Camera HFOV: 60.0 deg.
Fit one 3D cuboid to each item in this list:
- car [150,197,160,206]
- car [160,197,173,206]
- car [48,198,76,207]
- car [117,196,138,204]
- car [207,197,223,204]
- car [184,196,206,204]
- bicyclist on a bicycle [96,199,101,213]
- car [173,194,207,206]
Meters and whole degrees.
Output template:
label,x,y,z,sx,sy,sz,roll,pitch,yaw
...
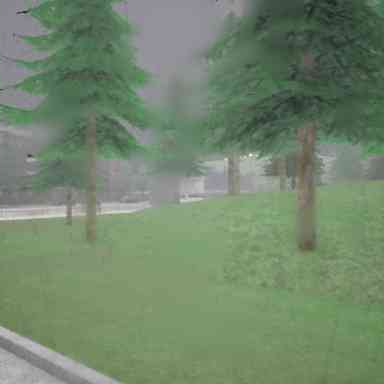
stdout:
label,x,y,z,sx,sy,sz,roll,pitch,yaw
car,-5.594,1.671,61.112,1.882,1.535,5.008,0,-1,36
car,-2.843,1.669,58.942,2.128,1.511,4.902,0,0,36
car,-22.369,1.739,57.381,2.128,1.511,4.902,0,0,35
car,-13.497,1.596,69.947,2.097,1.767,4.553,0,0,35
car,3.577,1.726,68.173,2.033,1.411,5.357,0,0,35
car,0.710,1.687,70.182,2.033,1.411,5.357,0,0,35
bicyclist on a bicycle,-10.206,1.428,35.325,1.656,1.620,0.582,-1,0,35
car,-0.294,1.381,56.495,2.150,2.045,5.566,0,0,36
